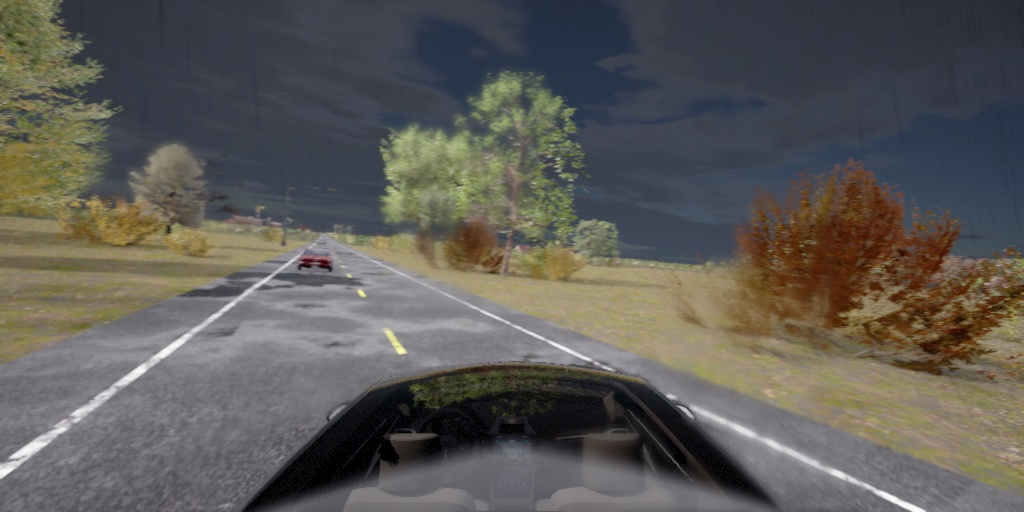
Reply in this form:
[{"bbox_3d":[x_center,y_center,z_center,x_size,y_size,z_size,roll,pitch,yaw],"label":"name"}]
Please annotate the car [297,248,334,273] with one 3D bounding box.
[{"bbox_3d":[-12.083,0.217,22.162,1.895,1.301,4.718,5,0,-28],"label":"car"}]
